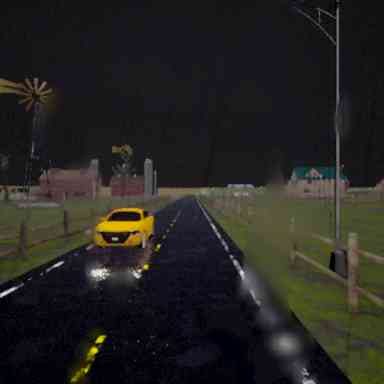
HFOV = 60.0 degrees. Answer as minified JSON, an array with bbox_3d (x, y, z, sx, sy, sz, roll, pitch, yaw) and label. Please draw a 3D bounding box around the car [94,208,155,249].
[{"bbox_3d":[-2.810,1.461,14.712,1.882,1.535,5.008,0,0,0],"label":"car"}]
